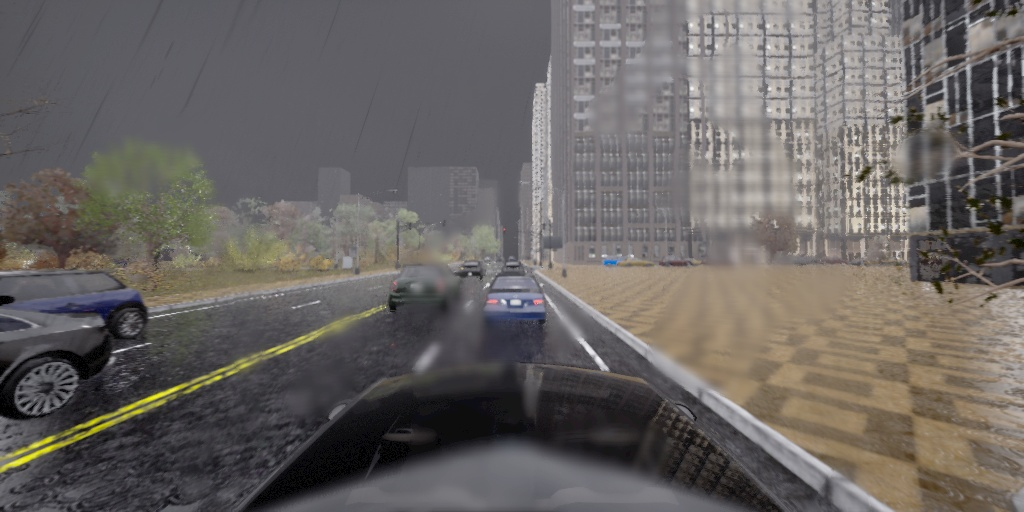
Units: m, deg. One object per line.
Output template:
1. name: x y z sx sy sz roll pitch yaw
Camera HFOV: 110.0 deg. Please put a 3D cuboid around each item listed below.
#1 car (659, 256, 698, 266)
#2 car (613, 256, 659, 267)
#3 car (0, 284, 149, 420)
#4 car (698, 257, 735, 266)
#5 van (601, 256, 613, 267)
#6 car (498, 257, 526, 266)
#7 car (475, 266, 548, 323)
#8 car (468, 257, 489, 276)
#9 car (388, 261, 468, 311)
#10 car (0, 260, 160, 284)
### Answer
1. car: 21.721 0.718 47.465 4.097 1.591 1.967 0 0 -1
2. car: 16.307 0.834 47.397 4.829 1.417 1.751 0 0 -1
3. car: -6.600 1.235 3.008 2.128 1.511 4.902 0 0 0
4. car: 27.305 0.831 47.535 4.207 1.307 1.802 0 0 -1
5. van: 15.924 0.846 55.416 3.998 1.789 1.690 0 0 -1
6. car: 0.088 1.096 29.443 1.837 1.490 4.892 0 0 0
7. car: 0.095 1.236 11.789 2.033 1.411 5.357 0 0 0
8. car: -3.162 1.097 29.444 1.837 1.490 4.892 0 0 0
9. car: -3.157 1.030 14.061 2.097 1.767 4.553 0 1 0
10. car: -9.852 1.074 6.693 2.097 1.767 4.553 0 0 0
